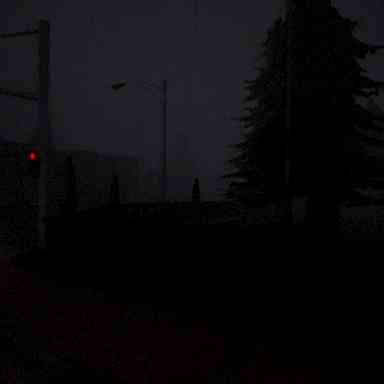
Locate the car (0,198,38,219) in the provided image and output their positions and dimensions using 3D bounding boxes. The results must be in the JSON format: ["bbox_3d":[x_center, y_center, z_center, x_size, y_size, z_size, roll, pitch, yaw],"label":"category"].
[{"bbox_3d":[-13.930,1.244,26.442,1.837,1.490,4.892,1,0,35],"label":"car"}]

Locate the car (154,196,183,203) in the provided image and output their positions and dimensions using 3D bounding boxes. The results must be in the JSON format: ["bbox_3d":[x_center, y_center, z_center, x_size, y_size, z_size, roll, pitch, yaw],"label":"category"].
[{"bbox_3d":[-2.868,1.271,41.819,1.812,1.442,4.674,1,0,36],"label":"car"}]
